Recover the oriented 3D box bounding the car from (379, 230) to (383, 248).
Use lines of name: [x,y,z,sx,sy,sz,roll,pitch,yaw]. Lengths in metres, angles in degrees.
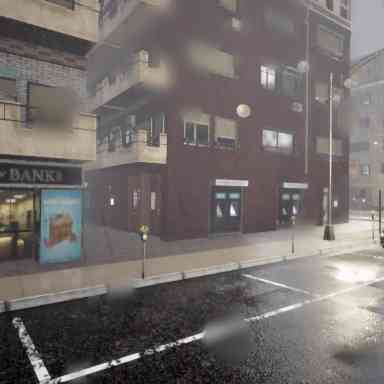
car: [9.116,1.554,13.164,4.403,1.369,2.008,0,1,-35]
